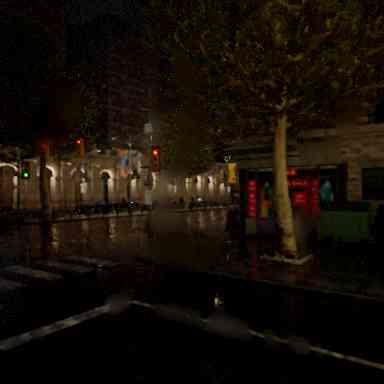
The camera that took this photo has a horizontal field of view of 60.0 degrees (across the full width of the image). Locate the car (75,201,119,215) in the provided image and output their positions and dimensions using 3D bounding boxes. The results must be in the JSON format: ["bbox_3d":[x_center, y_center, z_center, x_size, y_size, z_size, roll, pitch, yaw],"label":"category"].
[{"bbox_3d":[-10.416,1.732,35.723,1.994,1.385,4.181,0,0,36],"label":"car"}]

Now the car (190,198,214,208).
[{"bbox_3d":[1.608,1.714,52.365,2.033,1.411,5.357,0,0,36],"label":"car"}]

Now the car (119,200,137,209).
[{"bbox_3d":[-9.949,1.801,47.734,1.895,1.301,4.718,0,0,36],"label":"car"}]

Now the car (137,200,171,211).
[{"bbox_3d":[-4.650,1.732,43.725,1.994,1.385,4.181,0,0,35],"label":"car"}]
